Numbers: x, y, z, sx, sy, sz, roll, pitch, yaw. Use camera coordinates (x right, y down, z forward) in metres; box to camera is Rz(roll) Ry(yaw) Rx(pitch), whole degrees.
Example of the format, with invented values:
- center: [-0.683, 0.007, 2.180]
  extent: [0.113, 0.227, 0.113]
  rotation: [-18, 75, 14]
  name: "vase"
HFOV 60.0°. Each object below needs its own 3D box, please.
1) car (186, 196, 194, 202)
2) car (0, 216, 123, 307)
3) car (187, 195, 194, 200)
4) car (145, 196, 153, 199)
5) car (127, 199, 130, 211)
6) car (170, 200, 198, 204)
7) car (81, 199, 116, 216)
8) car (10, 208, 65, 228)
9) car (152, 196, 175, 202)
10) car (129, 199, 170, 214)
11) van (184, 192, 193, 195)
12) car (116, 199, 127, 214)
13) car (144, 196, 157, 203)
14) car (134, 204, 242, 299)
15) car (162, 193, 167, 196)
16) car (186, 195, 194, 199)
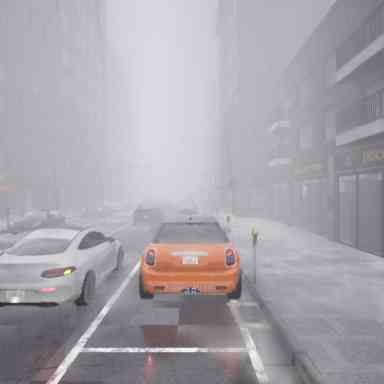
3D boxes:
- center: [-0.383, 1.579, 79.064]
  extent: [1.802, 1.307, 4.206]
  rotation: [0, 0, 0]
  name: "car"
- center: [-2.920, 1.525, 7.823]
  extent: [1.812, 1.442, 4.674]
  rotation: [0, 0, 0]
  name: "car"
- center: [-0.383, 1.575, 90.427]
  extent: [1.802, 1.307, 4.206]
  rotation: [0, 0, 0]
  name: "car"
- center: [-5.798, 1.564, 41.623]
  extent: [1.994, 1.385, 4.181]
  rotation: [0, 0, 1]
  name: "car"
- center: [-8.408, 1.551, 40.611]
  extent: [2.008, 1.369, 4.403]
  rotation: [0, 0, 0]
  name: "car"
- center: [-0.383, 1.551, 24.063]
  extent: [2.008, 1.369, 4.403]
  rotation: [0, 0, 0]
  name: "car"
- center: [-8.408, 1.440, 29.575]
  extent: [1.967, 1.590, 4.097]
  rotation: [0, 0, 0]
  name: "car"
- center: [-8.408, 1.582, 18.538]
  extent: [1.802, 1.307, 4.206]
  rotation: [0, 0, 0]
  name: "car"
- center: [-3.019, 1.478, 36.902]
  extent: [1.882, 1.535, 5.008]
  rotation: [0, 0, 0]
  name: "car"
- center: [-2.919, 1.477, 23.800]
  extent: [1.882, 1.535, 5.008]
  rotation: [0, 0, 0]
  name: "car"
- center: [-0.383, 1.339, 67.702]
  extent: [1.690, 1.788, 3.998]
  rotation: [0, 0, 0]
  name: "van"
- center: [-8.408, 1.525, 34.923]
  extent: [1.752, 1.417, 4.829]
  rotation: [0, 0, 0]
  name: "car"
- center: [-8.408, 1.549, 67.693]
  extent: [2.008, 1.369, 4.403]
  rotation: [0, 0, 0]
  name: "car"
- center: [-0.033, 1.352, 8.620]
  extent: [2.097, 1.767, 4.553]
  rotation: [0, 0, 0]
  name: "car"
- center: [-8.408, 1.518, 90.251]
  extent: [1.752, 1.417, 4.829]
  rotation: [0, 0, 0]
  name: "car"
- center: [-0.383, 1.440, 35.101]
  extent: [1.967, 1.590, 4.097]
  rotation: [0, 0, 0]
  name: "car"
